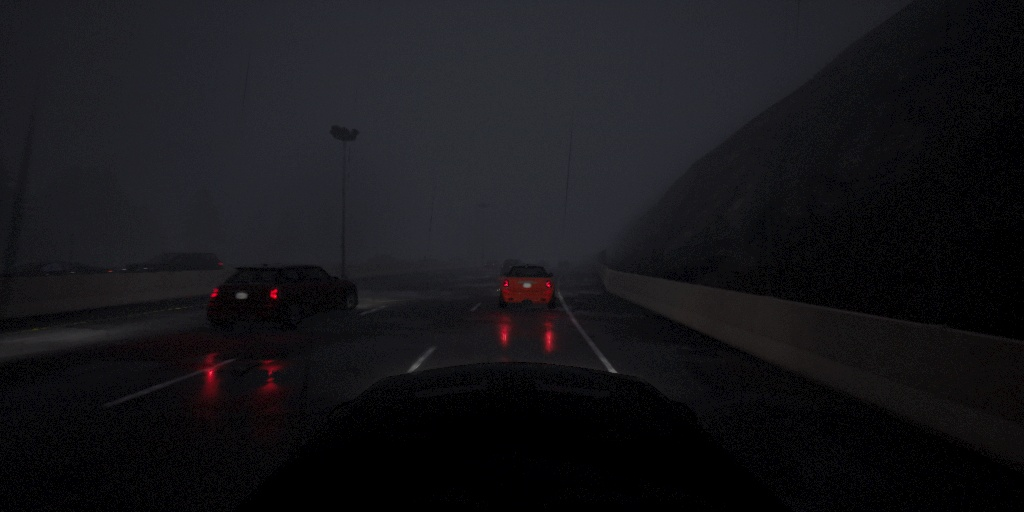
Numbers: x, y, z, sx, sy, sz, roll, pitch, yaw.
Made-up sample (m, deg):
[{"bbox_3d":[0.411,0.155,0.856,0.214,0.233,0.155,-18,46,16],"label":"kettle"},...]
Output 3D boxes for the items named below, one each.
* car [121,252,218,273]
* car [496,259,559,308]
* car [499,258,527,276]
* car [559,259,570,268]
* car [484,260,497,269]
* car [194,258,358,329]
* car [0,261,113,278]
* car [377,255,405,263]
[{"bbox_3d":[-23.282,0.741,24.928,2.150,2.045,5.566,1,0,7],"label":"car"},{"bbox_3d":[0.700,1.109,15.402,2.097,1.767,4.553,1,0,4],"label":"car"},{"bbox_3d":[0.214,1.103,37.650,2.097,1.767,4.553,1,0,11],"label":"car"},{"bbox_3d":[9.154,1.331,63.432,2.128,1.511,4.902,1,0,12],"label":"car"},{"bbox_3d":[-2.978,1.320,57.919,1.895,1.301,4.718,1,0,14],"label":"car"},{"bbox_3d":[-6.728,1.035,11.200,2.097,1.767,4.553,1,0,3],"label":"car"},{"bbox_3d":[-27.201,1.028,21.085,2.033,1.411,5.357,1,0,5],"label":"car"},{"bbox_3d":[-20.134,1.043,61.070,2.128,1.511,4.902,1,0,13],"label":"car"}]
